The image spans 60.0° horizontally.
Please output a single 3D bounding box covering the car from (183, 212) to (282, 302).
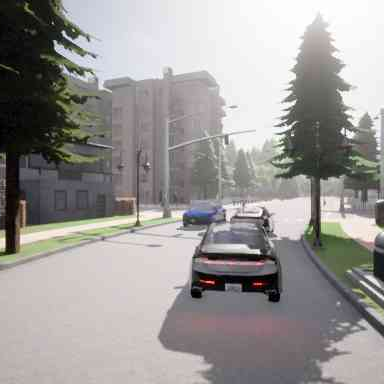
[{"bbox_3d":[1.106,1.491,8.335,2.128,1.511,4.902,0,0,9],"label":"car"}]

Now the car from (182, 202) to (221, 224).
[{"bbox_3d":[0.938,1.476,22.304,1.882,1.535,5.008,0,0,21],"label":"car"}]

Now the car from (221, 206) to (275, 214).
[{"bbox_3d":[3.233,1.490,17.443,2.128,1.511,4.902,0,0,18],"label":"car"}]
